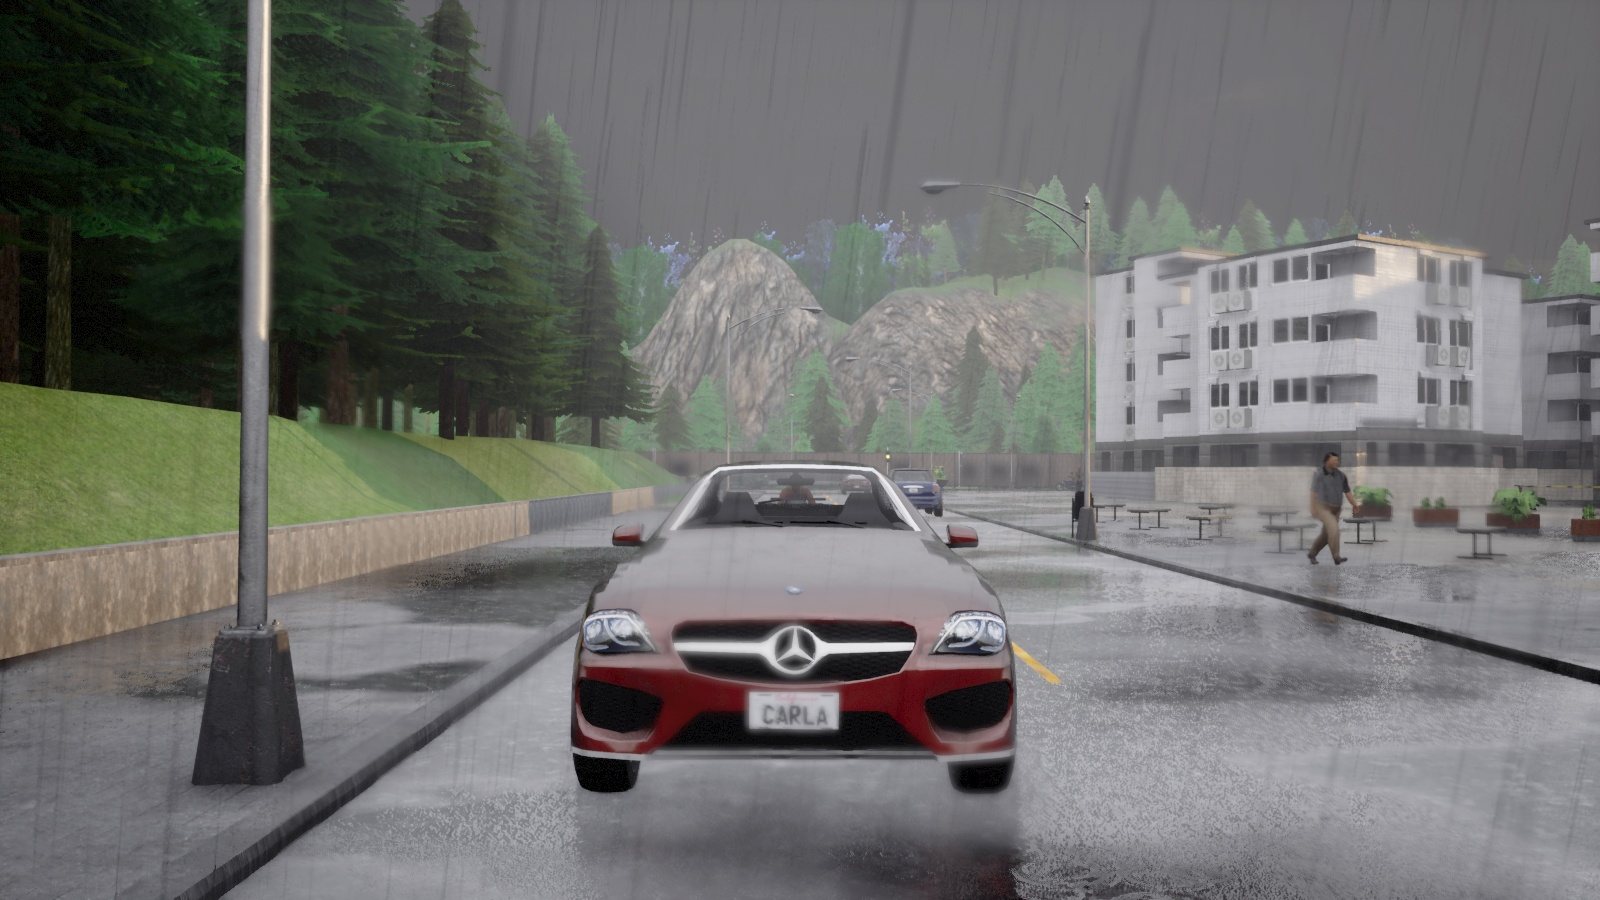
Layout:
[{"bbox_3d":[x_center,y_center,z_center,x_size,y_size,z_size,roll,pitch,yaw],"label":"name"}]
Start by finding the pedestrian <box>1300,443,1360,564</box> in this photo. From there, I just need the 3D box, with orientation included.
[{"bbox_3d":[8.278,0.820,19.622,0.540,1.848,0.694,0,-1,-12],"label":"pedestrian"}]

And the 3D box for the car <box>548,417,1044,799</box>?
[{"bbox_3d":[-0.024,0.727,7.983,2.152,1.651,5.027,0,-1,0],"label":"car"}]

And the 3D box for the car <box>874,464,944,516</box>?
[{"bbox_3d":[3.871,1.414,45.147,2.097,1.767,4.553,0,-1,0],"label":"car"}]
